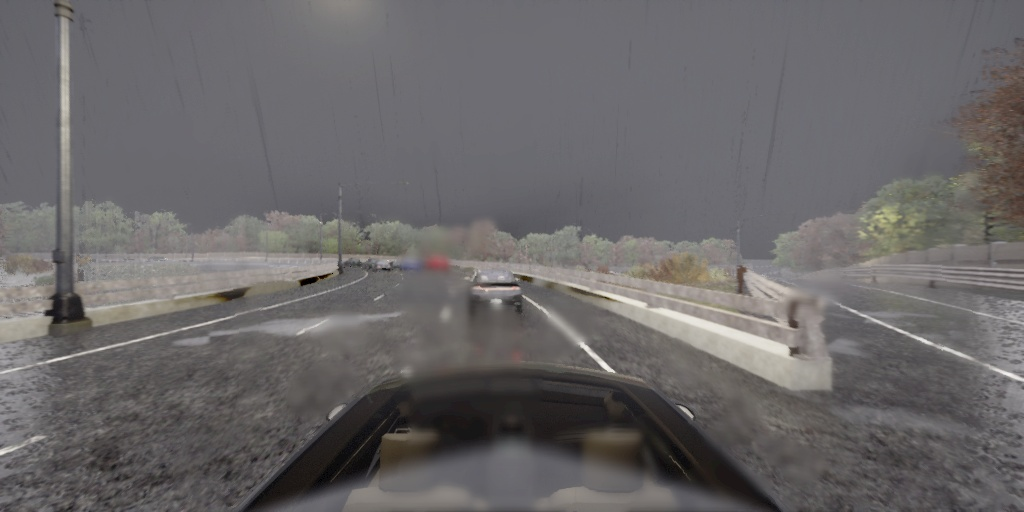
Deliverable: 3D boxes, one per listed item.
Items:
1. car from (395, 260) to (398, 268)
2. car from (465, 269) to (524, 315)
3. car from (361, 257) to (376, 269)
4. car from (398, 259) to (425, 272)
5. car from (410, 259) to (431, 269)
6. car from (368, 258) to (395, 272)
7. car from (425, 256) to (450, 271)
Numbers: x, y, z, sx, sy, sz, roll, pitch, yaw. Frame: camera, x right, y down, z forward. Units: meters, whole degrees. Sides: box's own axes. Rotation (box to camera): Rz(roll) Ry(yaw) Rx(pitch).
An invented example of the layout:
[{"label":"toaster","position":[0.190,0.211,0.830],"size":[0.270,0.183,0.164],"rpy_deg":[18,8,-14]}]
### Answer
[{"label":"car","position":[-17.881,1.314,55.836],"size":[1.994,1.385,4.181],"rpy_deg":[0,0,-32]},{"label":"car","position":[-0.718,1.236,13.503],"size":[2.128,1.511,4.902],"rpy_deg":[0,0,-7]},{"label":"car","position":[-20.835,1.112,53.962],"size":[2.097,1.767,4.553],"rpy_deg":[0,0,-32]},{"label":"car","position":[-13.073,1.224,46.315],"size":[1.882,1.535,5.008],"rpy_deg":[0,0,-26]},{"label":"car","position":[-14.718,1.246,57.368],"size":[1.837,1.490,4.892],"rpy_deg":[0,0,-32]},{"label":"car","position":[-16.573,1.304,45.526],"size":[2.033,1.411,5.357],"rpy_deg":[0,0,-26]},{"label":"car","position":[-10.024,0.957,48.041],"size":[2.150,2.045,5.566],"rpy_deg":[0,0,-26]}]
